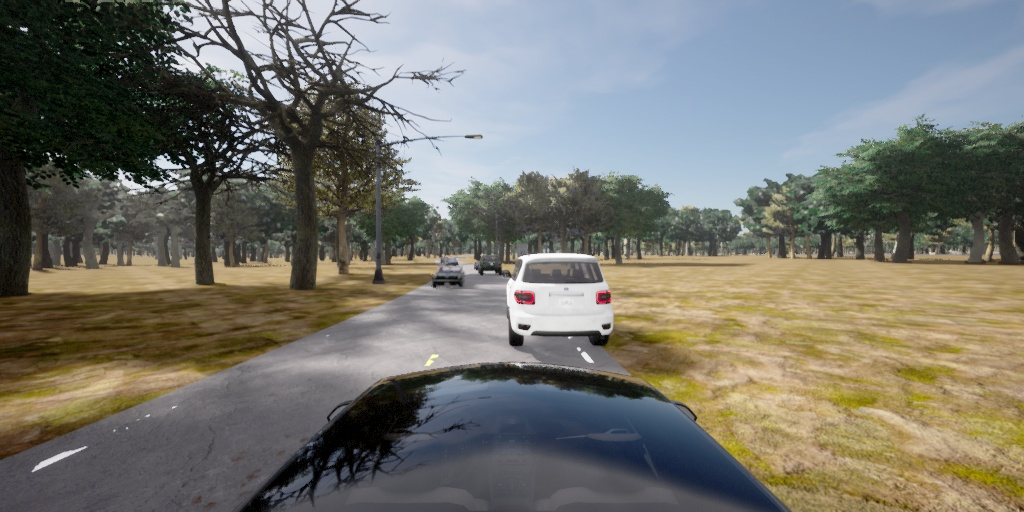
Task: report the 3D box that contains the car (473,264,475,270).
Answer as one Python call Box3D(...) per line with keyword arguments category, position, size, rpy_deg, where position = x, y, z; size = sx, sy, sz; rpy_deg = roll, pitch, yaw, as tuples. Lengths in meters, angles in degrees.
Box3D(category="car", position=(-4.035, 1.189, 48.061), size=(1.994, 1.385, 4.181), rpy_deg=(0, 0, -10))

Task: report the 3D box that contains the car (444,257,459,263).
Box3D(category="car", position=(-10.573, 1.078, 63.879), size=(2.033, 1.411, 5.357), rpy_deg=(0, 0, -13))

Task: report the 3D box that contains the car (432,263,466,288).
Box3D(category="car", position=(-4.007, 1.326, 23.262), size=(1.895, 1.301, 4.718), rpy_deg=(0, 0, -5))

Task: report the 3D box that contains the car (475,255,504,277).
Box3D(category="car", position=(-2.392, 0.895, 37.752), size=(2.150, 2.045, 5.566), rpy_deg=(0, 0, -9))

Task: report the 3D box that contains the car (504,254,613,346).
Box3D(category="car", position=(0.959, 0.967, 9.513), size=(2.150, 2.045, 5.566), rpy_deg=(0, 0, -2))
